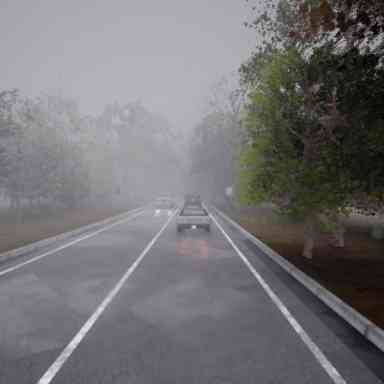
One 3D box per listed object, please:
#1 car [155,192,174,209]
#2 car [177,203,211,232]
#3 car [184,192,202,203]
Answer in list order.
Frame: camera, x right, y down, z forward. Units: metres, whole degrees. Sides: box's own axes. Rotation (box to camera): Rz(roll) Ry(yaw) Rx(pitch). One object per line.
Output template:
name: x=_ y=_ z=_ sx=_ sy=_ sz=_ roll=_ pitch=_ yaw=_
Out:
car: x=-3.508 y=1.064 z=43.764 sx=2.150 sy=2.045 sz=5.566 roll=0 pitch=0 yaw=0
car: x=0.103 y=1.573 z=20.050 sx=1.895 sy=1.301 sz=4.718 roll=0 pitch=0 yaw=0
car: x=0.103 y=1.065 z=42.868 sx=2.150 sy=2.045 sz=5.566 roll=0 pitch=0 yaw=0
